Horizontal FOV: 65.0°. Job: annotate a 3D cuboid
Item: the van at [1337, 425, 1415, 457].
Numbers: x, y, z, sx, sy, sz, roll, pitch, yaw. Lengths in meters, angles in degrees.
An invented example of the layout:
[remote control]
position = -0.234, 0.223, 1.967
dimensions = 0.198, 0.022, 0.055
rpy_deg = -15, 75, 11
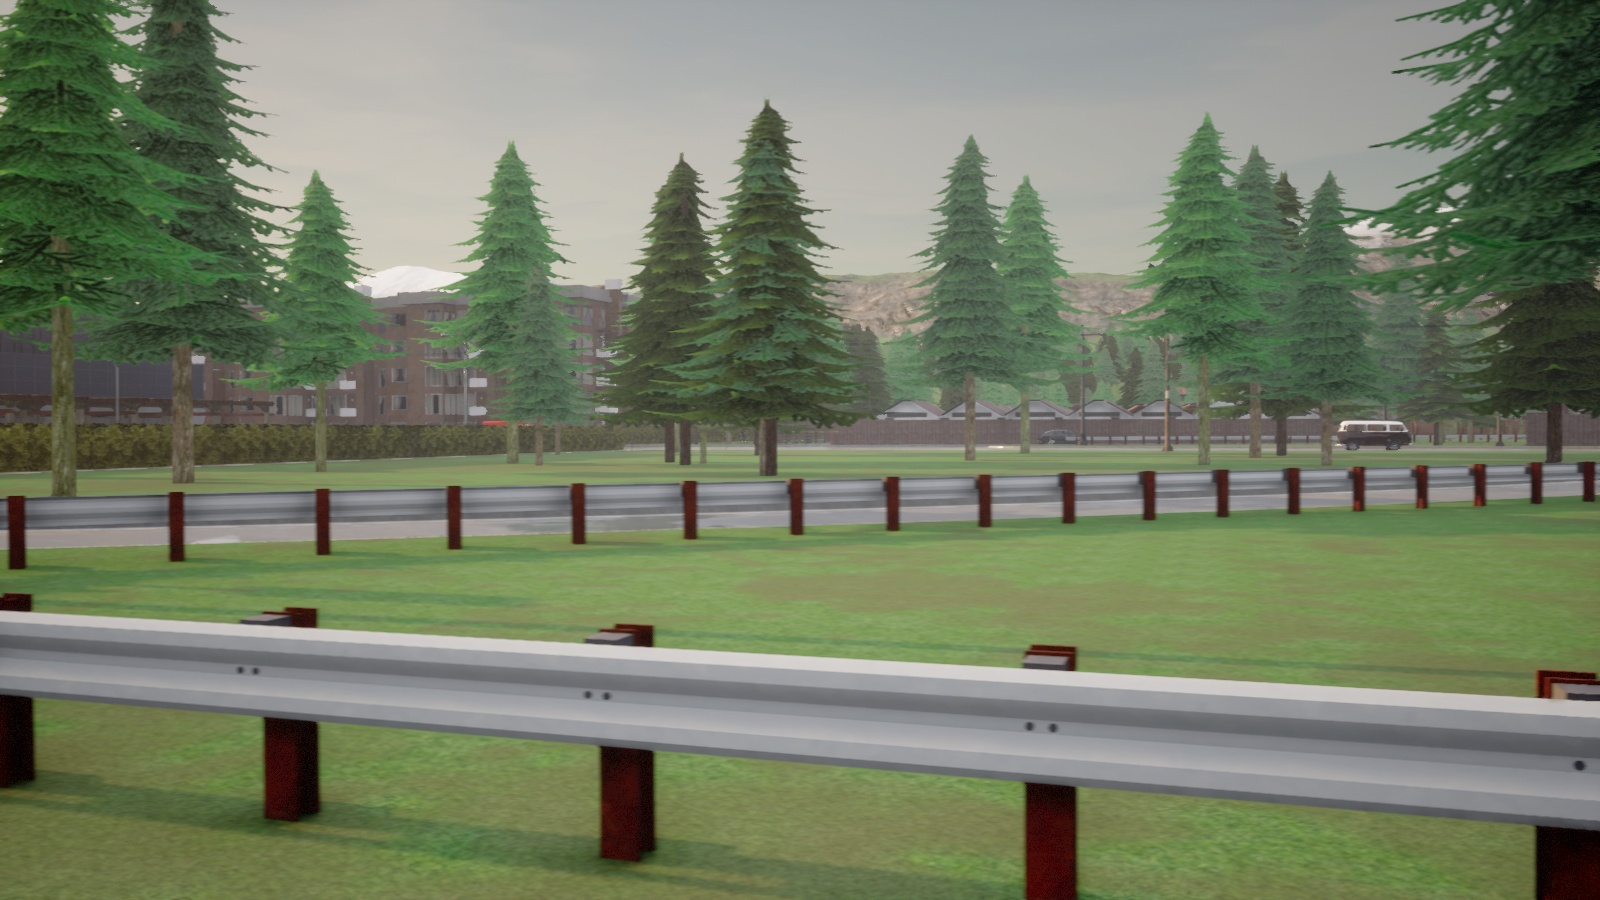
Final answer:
[van]
position = 37.703, -0.627, 82.324
dimensions = 4.480, 2.038, 2.069
rpy_deg = 1, 1, 19
